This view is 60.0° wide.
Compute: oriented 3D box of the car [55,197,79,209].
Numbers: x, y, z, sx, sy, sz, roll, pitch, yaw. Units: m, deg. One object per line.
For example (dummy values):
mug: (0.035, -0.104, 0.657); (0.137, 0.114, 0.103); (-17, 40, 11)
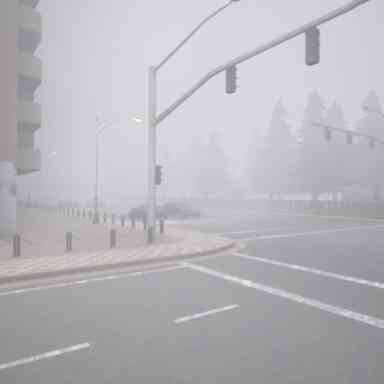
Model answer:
car: (-17.958, 1.723, 48.197); (1.895, 1.301, 4.718); (0, 0, -35)

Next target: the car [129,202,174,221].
car: (-3.734, 1.687, 28.417); (1.994, 1.385, 4.181); (0, 0, -36)

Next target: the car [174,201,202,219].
car: (-1.062, 1.645, 30.697); (1.837, 1.490, 4.892); (0, 0, -36)

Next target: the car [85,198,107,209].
car: (-14.060, 1.618, 48.756); (1.882, 1.535, 5.008); (0, -1, -35)
